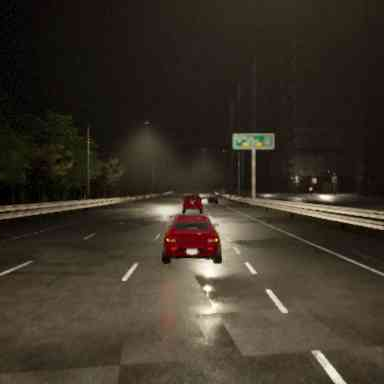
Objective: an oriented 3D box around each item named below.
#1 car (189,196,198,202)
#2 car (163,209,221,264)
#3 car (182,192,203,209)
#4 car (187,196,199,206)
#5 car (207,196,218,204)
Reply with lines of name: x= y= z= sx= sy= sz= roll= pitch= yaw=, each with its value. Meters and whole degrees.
car: x=0.416 y=1.517 z=73.907 sx=1.994 sy=1.385 sz=4.181 roll=0 pitch=0 yaw=1
car: x=0.000 y=1.552 z=11.874 sx=1.812 sy=1.442 sz=4.674 roll=0 pitch=0 yaw=0
car: x=0.075 y=1.272 z=37.923 sx=2.150 sy=2.045 sz=5.566 roll=0 pitch=0 yaw=0
car: x=0.211 y=1.537 z=55.882 sx=1.837 sy=1.490 sz=4.892 roll=0 pitch=0 yaw=1
car: x=3.879 y=1.490 z=62.598 sx=1.882 sy=1.535 sz=5.008 roll=0 pitch=0 yaw=1
